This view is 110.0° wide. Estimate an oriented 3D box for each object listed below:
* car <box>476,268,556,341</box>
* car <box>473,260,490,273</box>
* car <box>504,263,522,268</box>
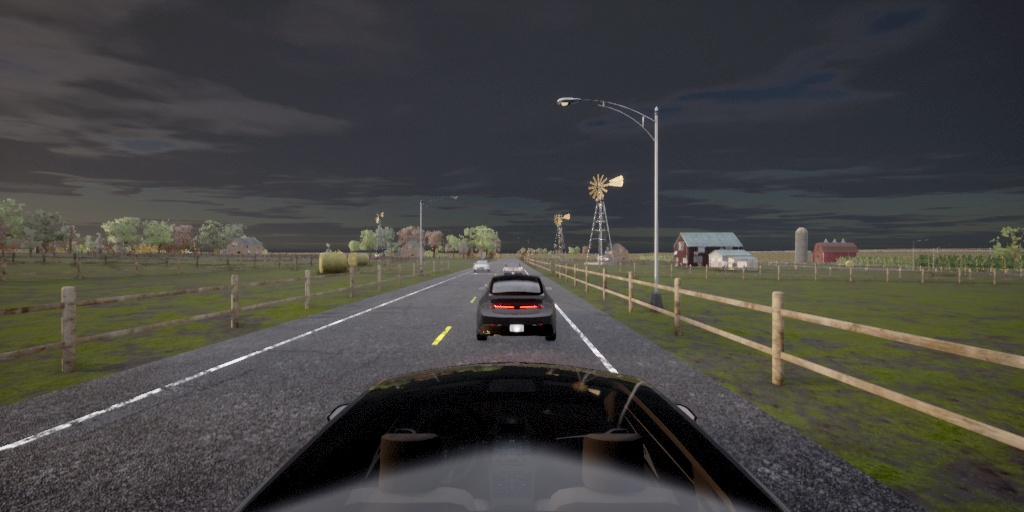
[{"bbox_3d":[0.099,1.252,9.857,1.837,1.490,4.892,0,0,0],"label":"car"},{"bbox_3d":[-3.594,1.263,43.185,1.812,1.442,4.674,0,0,0],"label":"car"},{"bbox_3d":[0.093,1.340,36.228,1.895,1.301,4.718,0,0,0],"label":"car"}]
